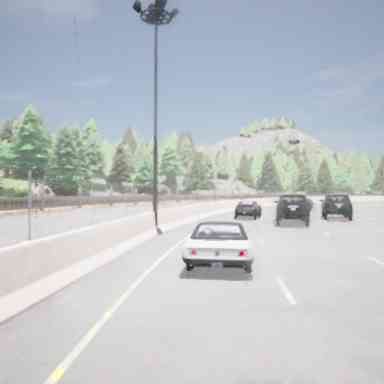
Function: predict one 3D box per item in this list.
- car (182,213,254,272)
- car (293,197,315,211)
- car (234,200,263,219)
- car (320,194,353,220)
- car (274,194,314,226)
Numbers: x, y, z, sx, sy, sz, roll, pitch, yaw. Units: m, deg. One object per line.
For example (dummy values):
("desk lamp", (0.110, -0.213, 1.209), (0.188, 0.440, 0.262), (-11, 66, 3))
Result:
("car", (0.919, 1.572, 10.707), (1.895, 1.301, 4.718), (0, 0, 7))
("car", (13.735, 1.417, 40.553), (1.882, 1.535, 5.008), (0, 0, 26))
("car", (4.797, 1.427, 28.035), (2.128, 1.511, 4.902), (0, 0, 18))
("car", (12.084, 1.192, 27.941), (2.150, 2.045, 5.566), (0, 0, 19))
("car", (7.053, 1.180, 23.496), (2.150, 2.045, 5.566), (0, 0, 15))
